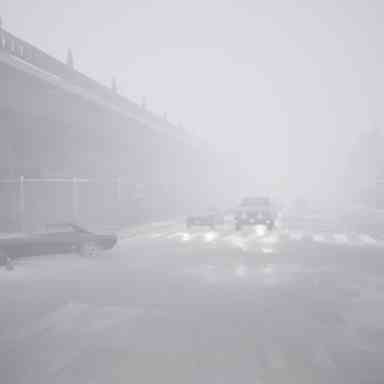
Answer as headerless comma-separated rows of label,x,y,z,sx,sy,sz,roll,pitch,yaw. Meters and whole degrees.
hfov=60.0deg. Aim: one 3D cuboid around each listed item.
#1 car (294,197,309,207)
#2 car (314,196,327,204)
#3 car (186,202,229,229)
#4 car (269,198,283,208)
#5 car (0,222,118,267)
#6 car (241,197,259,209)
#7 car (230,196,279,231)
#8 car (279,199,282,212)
car,16.442,1.464,49.950,1.837,1.490,4.892,-1,0,16
car,22.520,1.357,58.515,1.882,1.535,5.008,-1,0,16
car,1.026,1.608,23.201,1.882,1.535,5.008,-1,0,17
car,12.491,1.645,49.275,1.895,1.301,4.718,-1,0,16
car,-5.220,1.800,12.195,4.718,1.301,1.895,-1,0,-21
car,8.510,1.605,48.269,1.882,1.535,5.008,-1,0,17
car,4.168,1.270,21.474,2.150,2.045,5.566,-1,0,17
car,6.979,1.539,30.946,2.128,1.511,4.902,-1,0,17
